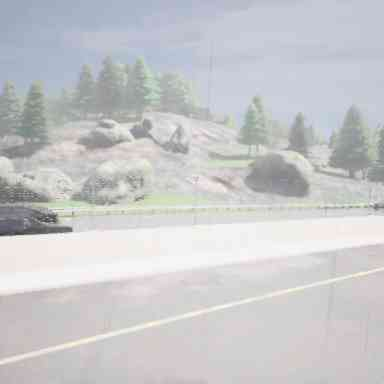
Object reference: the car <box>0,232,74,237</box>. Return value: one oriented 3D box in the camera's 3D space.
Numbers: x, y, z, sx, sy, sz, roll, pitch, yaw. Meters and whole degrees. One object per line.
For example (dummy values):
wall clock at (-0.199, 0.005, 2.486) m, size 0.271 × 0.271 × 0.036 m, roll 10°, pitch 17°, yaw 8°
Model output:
car at (-6.882, 1.485, 11.935) m, size 4.718 × 1.301 × 1.895 m, roll 0°, pitch 0°, yaw -35°
